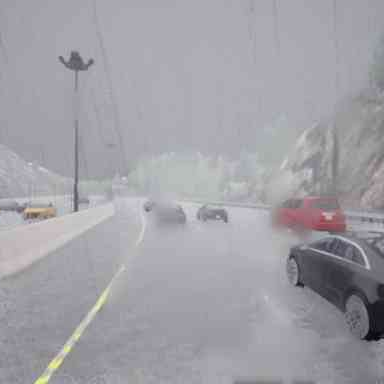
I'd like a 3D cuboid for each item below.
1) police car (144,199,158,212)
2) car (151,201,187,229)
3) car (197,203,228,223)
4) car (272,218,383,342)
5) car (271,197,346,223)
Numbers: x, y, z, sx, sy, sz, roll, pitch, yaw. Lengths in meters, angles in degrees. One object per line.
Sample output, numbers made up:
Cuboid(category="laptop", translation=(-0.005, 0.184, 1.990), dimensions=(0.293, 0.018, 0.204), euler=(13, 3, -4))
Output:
Cuboid(category="police car", translation=(-4.939, 1.689, 41.708), dimensions=(2.038, 1.542, 4.974), euler=(0, 0, -13))
Cuboid(category="car", translation=(-1.479, 1.589, 22.567), dimensions=(2.128, 1.511, 4.902), euler=(0, 0, -7))
Cuboid(category="car", translation=(1.558, 1.630, 26.259), dimensions=(1.812, 1.442, 4.674), euler=(0, 0, -8))
Cuboid(category="car", translation=(3.371, 1.510, 6.518), dimensions=(2.128, 1.511, 4.902), euler=(0, 0, -2))
Cuboid(category="car", translation=(6.105, 1.280, 18.083), dimensions=(2.150, 2.045, 5.566), euler=(0, 0, -5))
